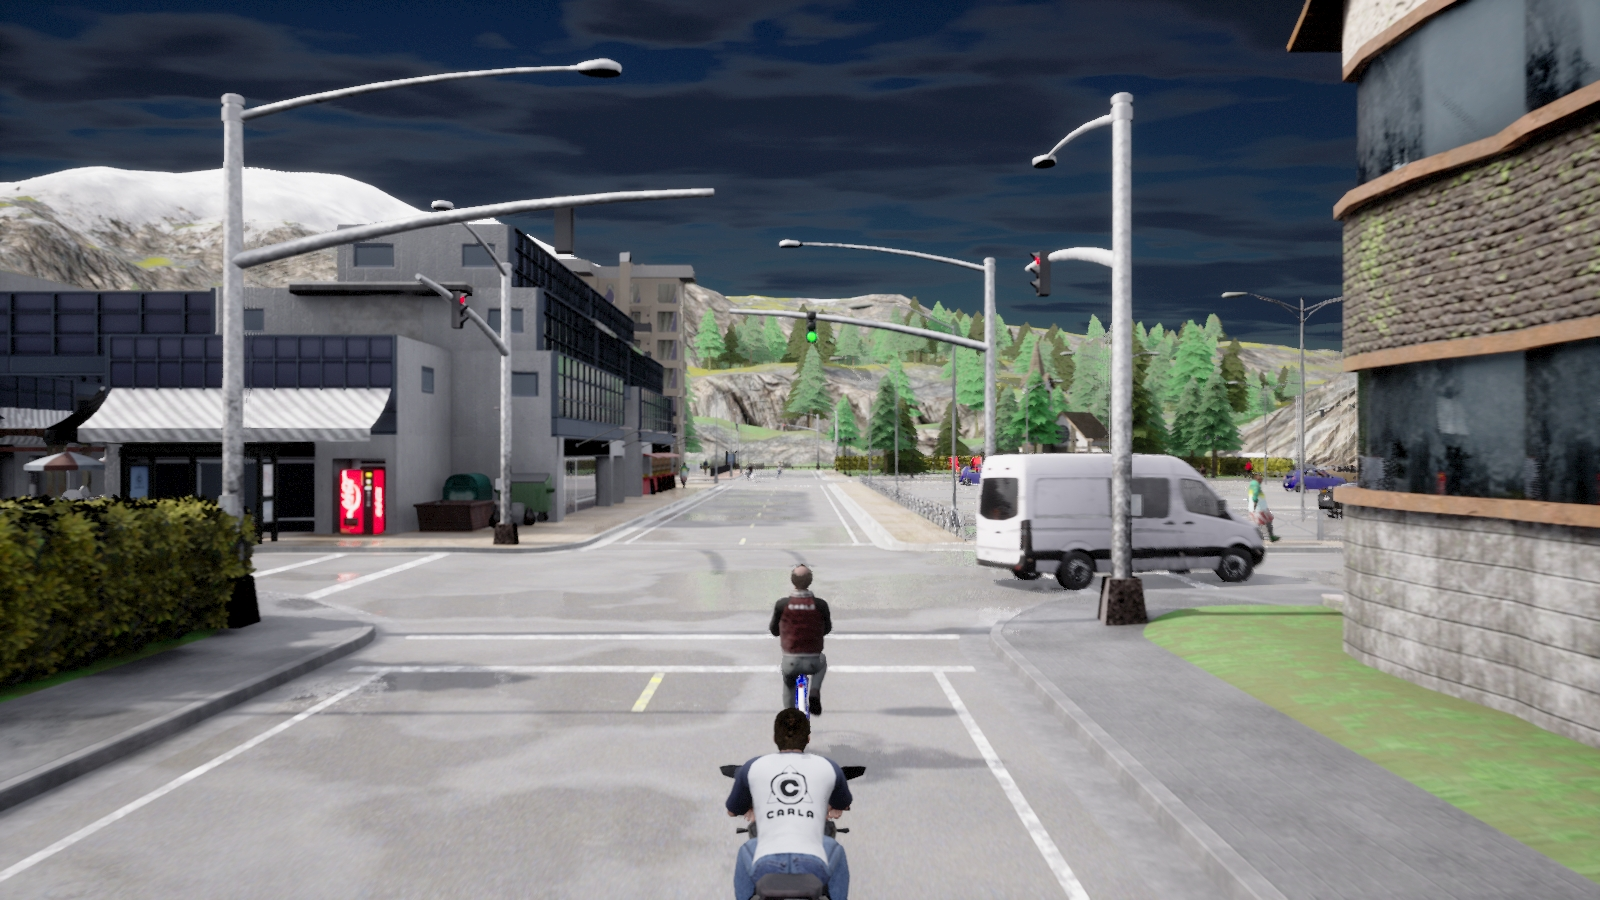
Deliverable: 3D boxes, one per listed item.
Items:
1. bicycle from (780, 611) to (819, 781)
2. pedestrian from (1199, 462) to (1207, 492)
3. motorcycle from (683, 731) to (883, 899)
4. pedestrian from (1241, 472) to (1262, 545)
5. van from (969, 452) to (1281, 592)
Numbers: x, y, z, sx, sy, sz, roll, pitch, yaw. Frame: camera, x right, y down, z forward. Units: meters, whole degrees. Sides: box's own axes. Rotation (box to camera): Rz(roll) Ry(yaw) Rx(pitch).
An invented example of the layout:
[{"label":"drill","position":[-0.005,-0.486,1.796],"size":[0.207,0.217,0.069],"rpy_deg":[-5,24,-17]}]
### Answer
[{"label":"bicycle","position":[0.004,2.197,10.531],"size":[0.329,1.171,1.835],"rpy_deg":[0,0,0]},{"label":"pedestrian","position":[25.483,1.685,72.211],"size":[0.375,1.860,0.375],"rpy_deg":[0,0,-7]},{"label":"motorcycle","position":[-0.062,2.197,5.584],"size":[0.803,1.145,2.033],"rpy_deg":[0,0,0]},{"label":"pedestrian","position":[11.769,1.517,29.780],"size":[0.375,1.860,0.375],"rpy_deg":[0,0,-5]},{"label":"van","position":[6.521,1.352,22.909],"size":[5.915,2.561,1.988],"rpy_deg":[0,-2,-19]}]
